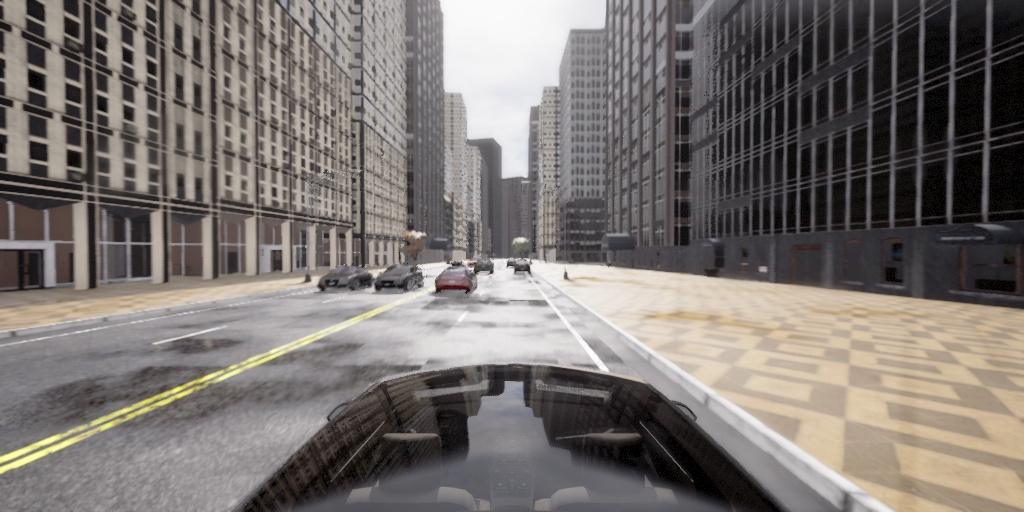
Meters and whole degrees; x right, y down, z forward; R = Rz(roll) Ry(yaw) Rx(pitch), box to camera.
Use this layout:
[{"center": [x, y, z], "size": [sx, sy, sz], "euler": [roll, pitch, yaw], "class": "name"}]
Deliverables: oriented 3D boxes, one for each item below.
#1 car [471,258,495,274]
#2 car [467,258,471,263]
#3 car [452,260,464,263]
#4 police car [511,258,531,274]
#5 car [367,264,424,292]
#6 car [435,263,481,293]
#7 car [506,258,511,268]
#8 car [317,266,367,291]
[{"center": [-3.143, 1.102, 41.653], "size": [2.097, 1.767, 4.553], "euler": [0, 0, 0], "class": "car"}, {"center": [-6.512, 1.101, 61.837], "size": [2.097, 1.767, 4.553], "euler": [0, 0, 1], "class": "car"}, {"center": [-9.745, 1.370, 64.393], "size": [1.895, 1.301, 4.718], "euler": [0, 0, 0], "class": "car"}, {"center": [1.145, 1.175, 40.978], "size": [1.930, 1.638, 5.238], "euler": [0, 0, 0], "class": "police car"}, {"center": [-6.591, 1.255, 21.355], "size": [1.837, 1.490, 4.892], "euler": [0, 0, 0], "class": "car"}, {"center": [-3.146, 1.314, 20.805], "size": [1.994, 1.385, 4.181], "euler": [0, 0, 0], "class": "car"}, {"center": [0.011, 1.250, 60.202], "size": [1.837, 1.490, 4.892], "euler": [0, 0, 0], "class": "car"}, {"center": [-9.840, 1.314, 21.560], "size": [1.994, 1.385, 4.181], "euler": [0, 0, 0], "class": "car"}]
